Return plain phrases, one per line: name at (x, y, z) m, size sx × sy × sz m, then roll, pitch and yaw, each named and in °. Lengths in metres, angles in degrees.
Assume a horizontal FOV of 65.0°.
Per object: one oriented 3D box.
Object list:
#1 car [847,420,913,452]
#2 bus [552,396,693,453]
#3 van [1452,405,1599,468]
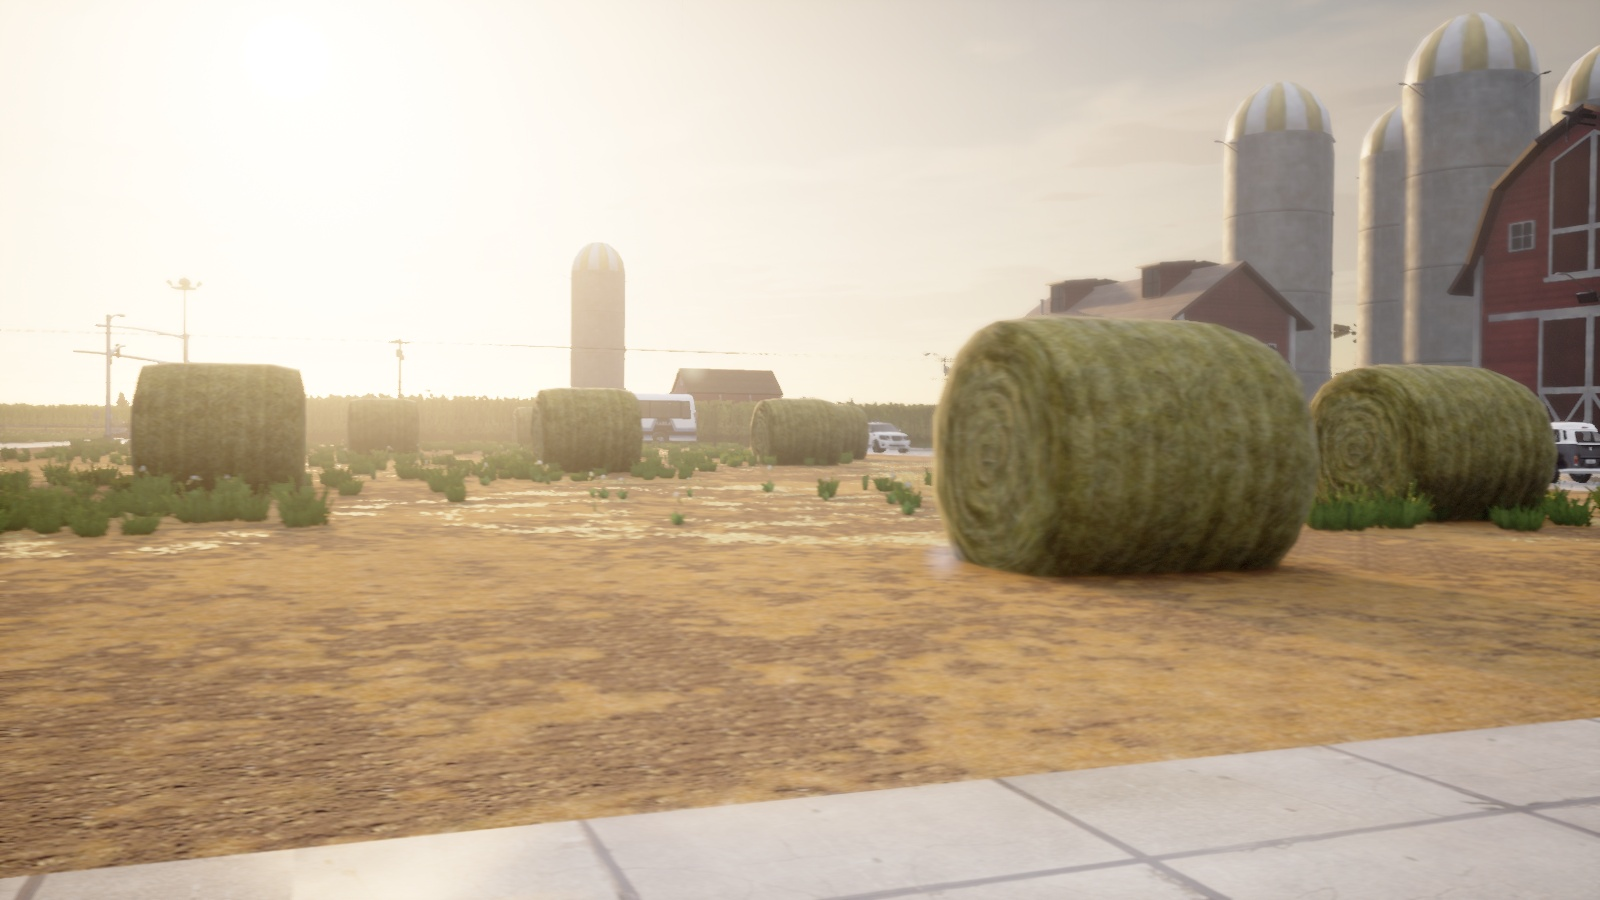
car at (5.229, -0.913, 82.681) m, size 2.150 × 2.045 × 5.566 m, roll -1°, pitch 1°, yaw -22°
bus at (-13.887, -2.027, 98.217) m, size 10.273 × 4.253 × 3.944 m, roll -1°, pitch 1°, yaw -21°
van at (24.942, -0.474, 42.898) m, size 2.069 × 2.038 × 4.480 m, roll -1°, pitch 1°, yaw -22°
